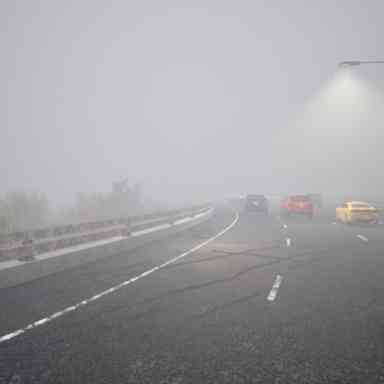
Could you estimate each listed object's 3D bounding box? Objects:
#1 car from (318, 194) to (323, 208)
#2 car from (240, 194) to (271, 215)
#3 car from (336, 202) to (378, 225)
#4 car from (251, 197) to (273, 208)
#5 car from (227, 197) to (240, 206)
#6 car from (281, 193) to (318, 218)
[{"bbox_3d":[18.096,1.218,49.298,2.150,2.045,5.566,0,0,20],"label":"car"},{"bbox_3d":[6.279,1.219,33.499,2.150,2.045,5.566,0,0,6],"label":"car"},{"bbox_3d":[11.901,1.476,24.275,1.882,1.535,5.008,0,0,11],"label":"car"},{"bbox_3d":[10.353,1.489,49.604,2.128,1.511,4.902,0,0,-2],"label":"car"},{"bbox_3d":[6.714,1.489,52.692,2.128,1.511,4.902,0,0,-3],"label":"car"},{"bbox_3d":[9.350,1.219,29.904,2.150,2.045,5.566,0,0,8],"label":"car"}]
